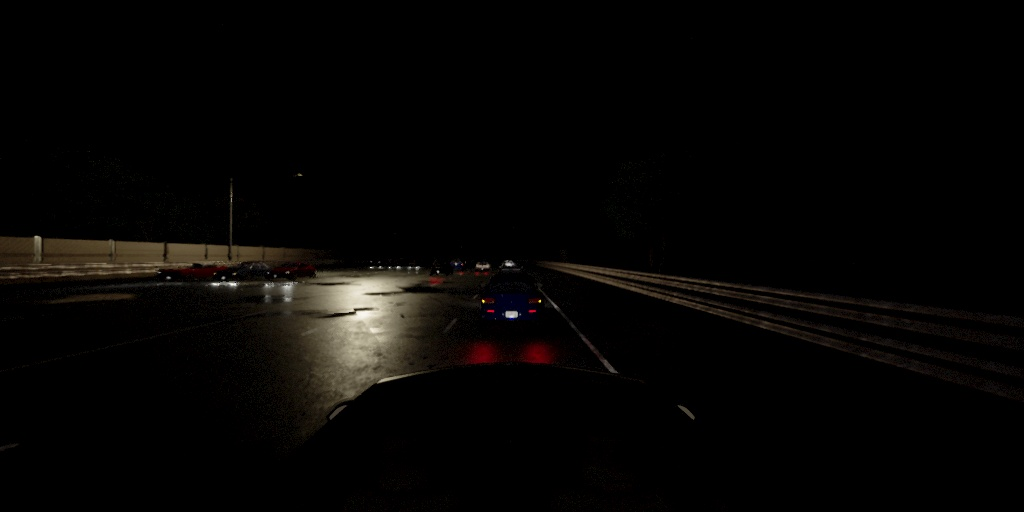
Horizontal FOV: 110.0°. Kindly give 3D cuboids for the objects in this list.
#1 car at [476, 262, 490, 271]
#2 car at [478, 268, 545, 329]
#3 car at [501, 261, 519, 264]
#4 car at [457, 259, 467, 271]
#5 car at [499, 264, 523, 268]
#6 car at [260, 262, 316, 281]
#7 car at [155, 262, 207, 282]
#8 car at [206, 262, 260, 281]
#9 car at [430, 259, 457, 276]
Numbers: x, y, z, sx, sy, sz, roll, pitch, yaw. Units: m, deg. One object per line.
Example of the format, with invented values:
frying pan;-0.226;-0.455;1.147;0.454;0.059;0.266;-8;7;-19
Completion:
car;-3.964;1.428;49.741;1.895;1.301;4.718;0;0;-1
car;-0.015;1.272;11.143;1.812;1.442;4.674;0;0;0
car;-0.080;1.276;30.525;2.128;1.511;4.902;0;0;-1
car;-7.467;1.161;49.747;2.097;1.767;4.553;0;0;-1
car;-0.077;1.364;21.619;1.895;1.301;4.718;0;0;0
car;-17.541;1.214;28.788;1.812;1.442;4.674;0;0;-2
car;-24.540;1.171;27.768;1.895;1.301;4.718;1;2;-2
car;-21.042;1.217;28.706;2.033;1.411;5.357;0;0;-2
car;-7.185;1.274;37.061;1.837;1.490;4.892;0;0;-1
